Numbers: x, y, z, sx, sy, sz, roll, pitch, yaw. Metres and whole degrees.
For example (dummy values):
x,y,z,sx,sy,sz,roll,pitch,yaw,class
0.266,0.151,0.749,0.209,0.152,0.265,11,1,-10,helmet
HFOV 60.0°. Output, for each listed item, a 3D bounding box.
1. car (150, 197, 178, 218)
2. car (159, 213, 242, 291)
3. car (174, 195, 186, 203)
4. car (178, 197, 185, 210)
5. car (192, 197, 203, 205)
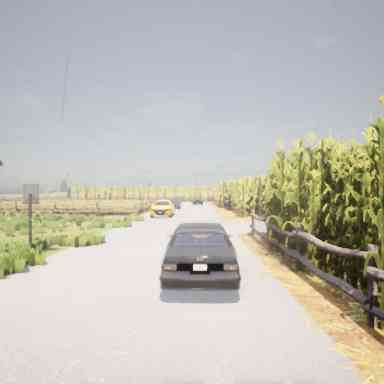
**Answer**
x,y,z,sx,sy,sz,roll,pitch,yaw,class
-2.668,1.489,30.760,1.882,1.535,5.008,0,0,1,car
0.221,1.551,9.160,2.033,1.411,5.357,0,0,1,car
-2.057,1.189,59.501,1.994,1.385,4.181,0,0,1,car
-2.429,1.563,43.943,2.033,1.411,5.357,0,0,1,car
1.041,1.622,59.344,1.895,1.301,4.718,0,0,1,car
